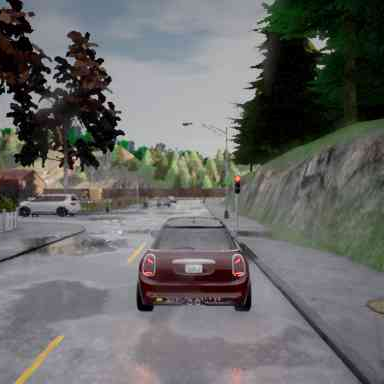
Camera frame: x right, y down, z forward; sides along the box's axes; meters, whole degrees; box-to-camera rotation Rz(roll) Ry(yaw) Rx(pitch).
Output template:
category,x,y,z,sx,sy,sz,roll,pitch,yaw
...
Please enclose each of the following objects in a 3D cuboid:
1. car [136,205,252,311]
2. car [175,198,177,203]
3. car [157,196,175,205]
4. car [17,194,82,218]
category,x,y,z,sx,sy,sz,roll,pitch,yaw
car,0.055,1.352,7.910,2.097,1.767,4.553,0,0,1
car,-4.035,1.525,64.387,1.812,1.442,4.674,0,0,1
car,-4.091,1.491,49.079,2.128,1.511,4.902,0,0,0
car,-12.884,1.221,30.021,5.566,2.045,2.150,0,0,0
